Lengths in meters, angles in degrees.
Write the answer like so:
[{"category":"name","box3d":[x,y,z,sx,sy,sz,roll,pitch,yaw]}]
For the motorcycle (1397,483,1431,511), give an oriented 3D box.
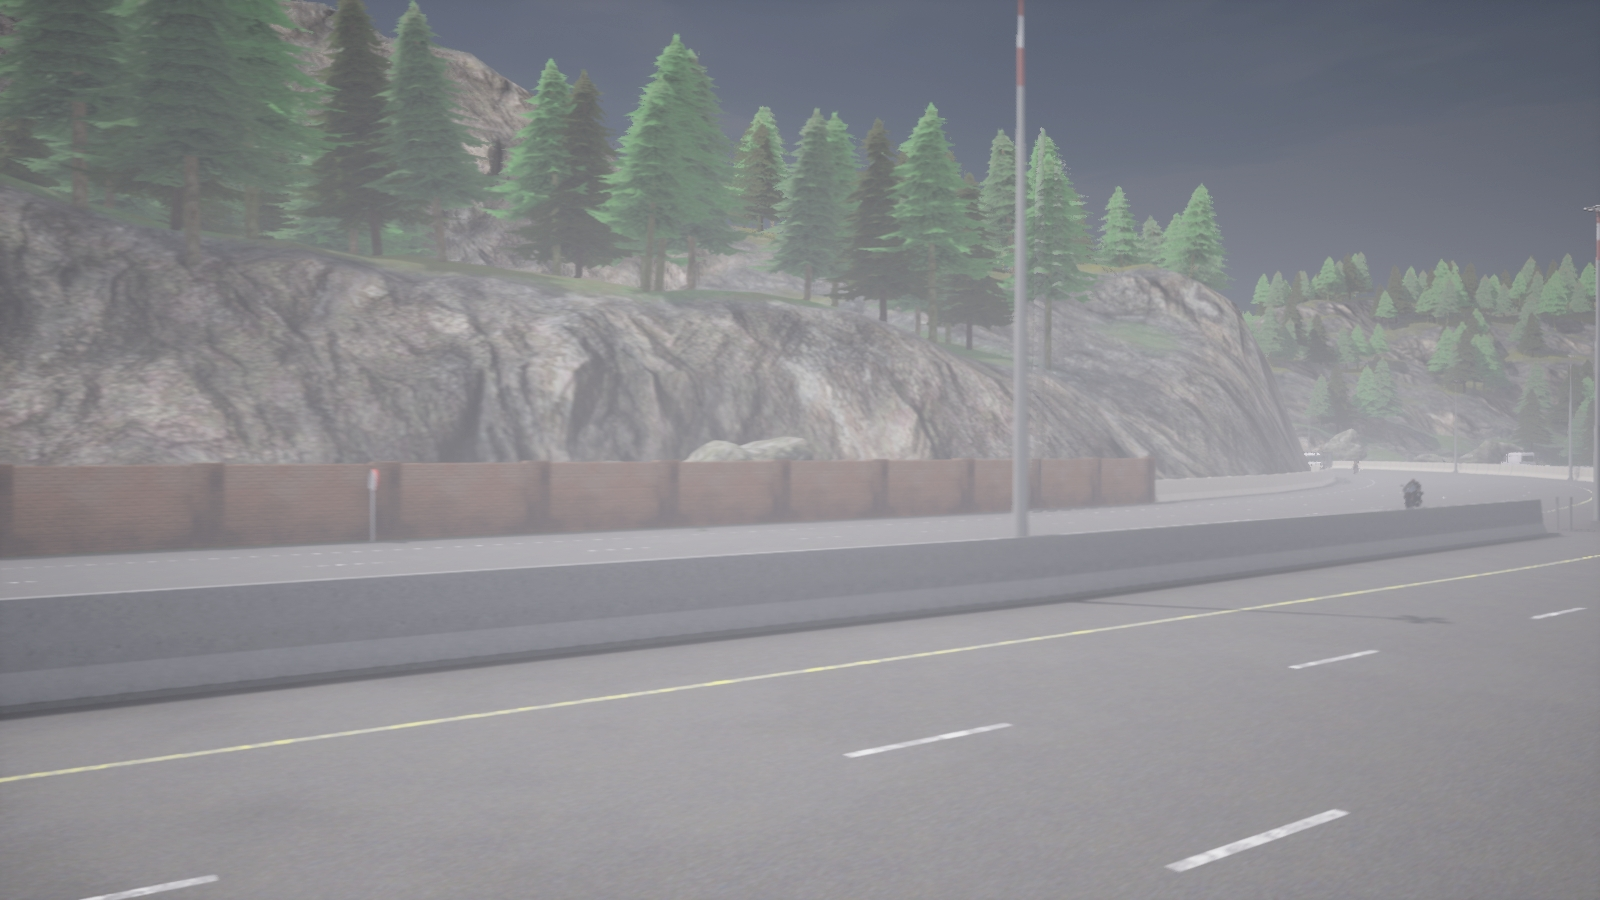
[{"category":"motorcycle","box3d":[29.353,2.225,54.592,0.867,1.251,2.209,-2,-1,44]}]
